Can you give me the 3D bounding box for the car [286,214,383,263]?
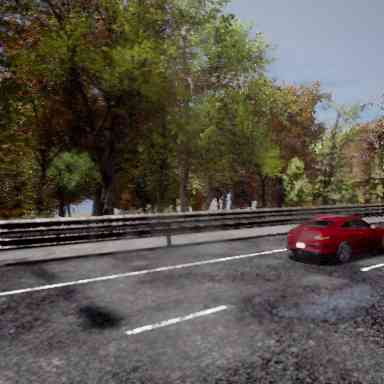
[{"bbox_3d":[5.308,1.524,11.902,4.674,1.442,1.812,0,0,-36],"label":"car"}]
